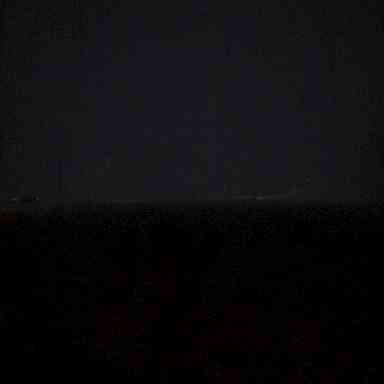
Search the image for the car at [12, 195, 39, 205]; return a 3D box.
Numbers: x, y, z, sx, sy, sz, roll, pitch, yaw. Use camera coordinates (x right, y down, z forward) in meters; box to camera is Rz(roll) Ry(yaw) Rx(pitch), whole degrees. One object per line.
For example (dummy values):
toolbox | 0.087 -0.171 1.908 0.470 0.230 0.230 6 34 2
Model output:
car | -30.887 1.384 61.901 2.097 1.767 4.553 0 0 35
